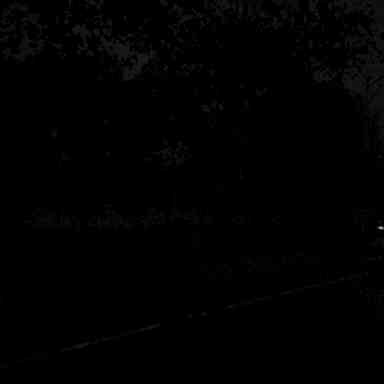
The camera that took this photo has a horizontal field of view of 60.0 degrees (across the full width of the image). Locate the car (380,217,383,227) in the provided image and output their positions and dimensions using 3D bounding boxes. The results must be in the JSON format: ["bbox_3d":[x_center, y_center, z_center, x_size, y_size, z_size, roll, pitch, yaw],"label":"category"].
[{"bbox_3d":[24.389,3.486,40.450,1.882,1.535,5.008,0,-4,44],"label":"car"}]
